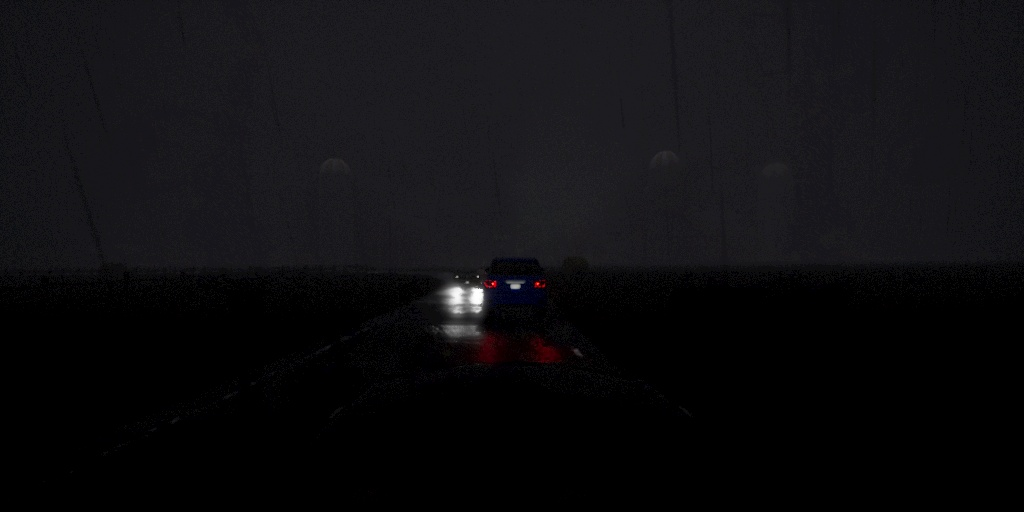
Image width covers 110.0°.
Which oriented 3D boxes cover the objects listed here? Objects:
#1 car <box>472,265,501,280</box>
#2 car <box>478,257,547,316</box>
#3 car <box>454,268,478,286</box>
[{"bbox_3d":[-2.658,1.633,36.858,1.895,1.301,4.718,0,0,-18],"label":"car"},{"bbox_3d":[0.114,1.066,13.925,2.150,2.045,5.566,0,0,0],"label":"car"},{"bbox_3d":[-3.426,1.558,27.298,1.895,1.301,4.718,0,-1,-8],"label":"car"}]
